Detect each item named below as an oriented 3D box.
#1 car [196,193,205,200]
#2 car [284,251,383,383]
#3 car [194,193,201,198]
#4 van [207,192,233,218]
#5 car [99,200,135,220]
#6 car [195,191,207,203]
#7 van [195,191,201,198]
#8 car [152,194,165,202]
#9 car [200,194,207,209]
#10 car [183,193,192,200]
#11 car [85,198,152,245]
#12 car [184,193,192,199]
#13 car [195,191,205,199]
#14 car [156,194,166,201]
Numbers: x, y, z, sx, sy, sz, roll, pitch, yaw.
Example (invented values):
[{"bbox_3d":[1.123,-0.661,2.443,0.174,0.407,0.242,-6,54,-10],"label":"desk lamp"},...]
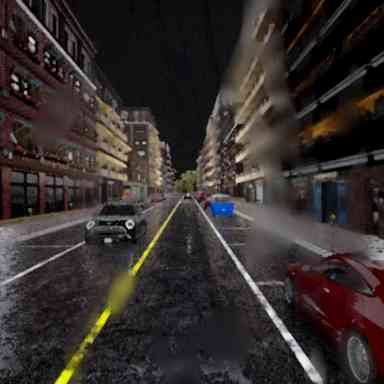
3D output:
[{"bbox_3d":[1.801,0.987,71.919,1.752,1.417,4.829,0,0,-1],"label":"car"},{"bbox_3d":[2.654,1.525,4.904,1.802,1.307,4.206,0,0,-1],"label":"car"},{"bbox_3d":[1.519,0.855,94.032,2.008,1.369,4.403,0,0,-1],"label":"car"},{"bbox_3d":[2.371,1.123,27.186,1.690,1.788,3.998,0,0,-1],"label":"van"},{"bbox_3d":[-6.009,1.414,27.120,1.947,1.339,4.313,0,0,-1],"label":"car"},{"bbox_3d":[2.017,0.897,55.037,2.192,1.841,5.009,0,0,-1],"label":"car"},{"bbox_3d":[1.592,0.685,88.460,1.690,1.788,3.998,0,0,-1],"label":"van"},{"bbox_3d":[-6.435,1.153,60.543,1.887,1.381,4.507,0,0,-1],"label":"car"},{"bbox_3d":[2.229,1.246,38.327,1.887,1.381,4.507,0,0,-1],"label":"car"},{"bbox_3d":[-0.897,1.021,71.667,2.033,1.411,5.357,0,0,-1],"label":"car"},{"bbox_3d":[-3.271,1.266,15.115,2.097,1.767,4.553,0,1,-1],"label":"car"},{"bbox_3d":[-1.029,0.864,81.971,2.033,1.411,5.357,0,0,-1],"label":"car"},{"bbox_3d":[1.734,0.738,77.319,2.192,1.841,5.009,0,0,-1],"label":"car"},{"bbox_3d":[-6.577,1.111,71.684,1.802,1.307,4.206,0,0,-1],"label":"car"}]
